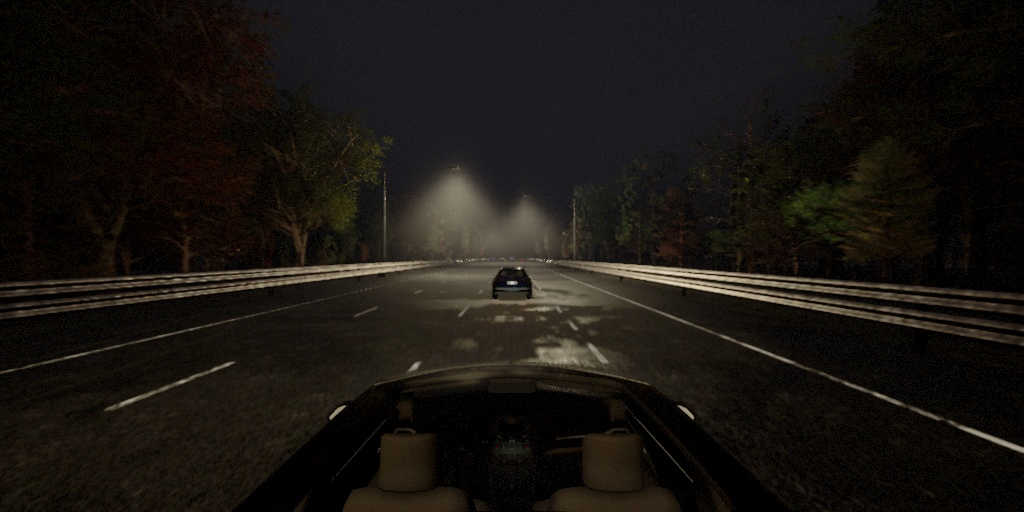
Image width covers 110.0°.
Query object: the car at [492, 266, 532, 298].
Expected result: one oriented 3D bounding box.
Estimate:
[{"bbox_3d":[0.006,1.324,18.754,2.033,1.649,4.856,0,-1,0],"label":"car"}]
